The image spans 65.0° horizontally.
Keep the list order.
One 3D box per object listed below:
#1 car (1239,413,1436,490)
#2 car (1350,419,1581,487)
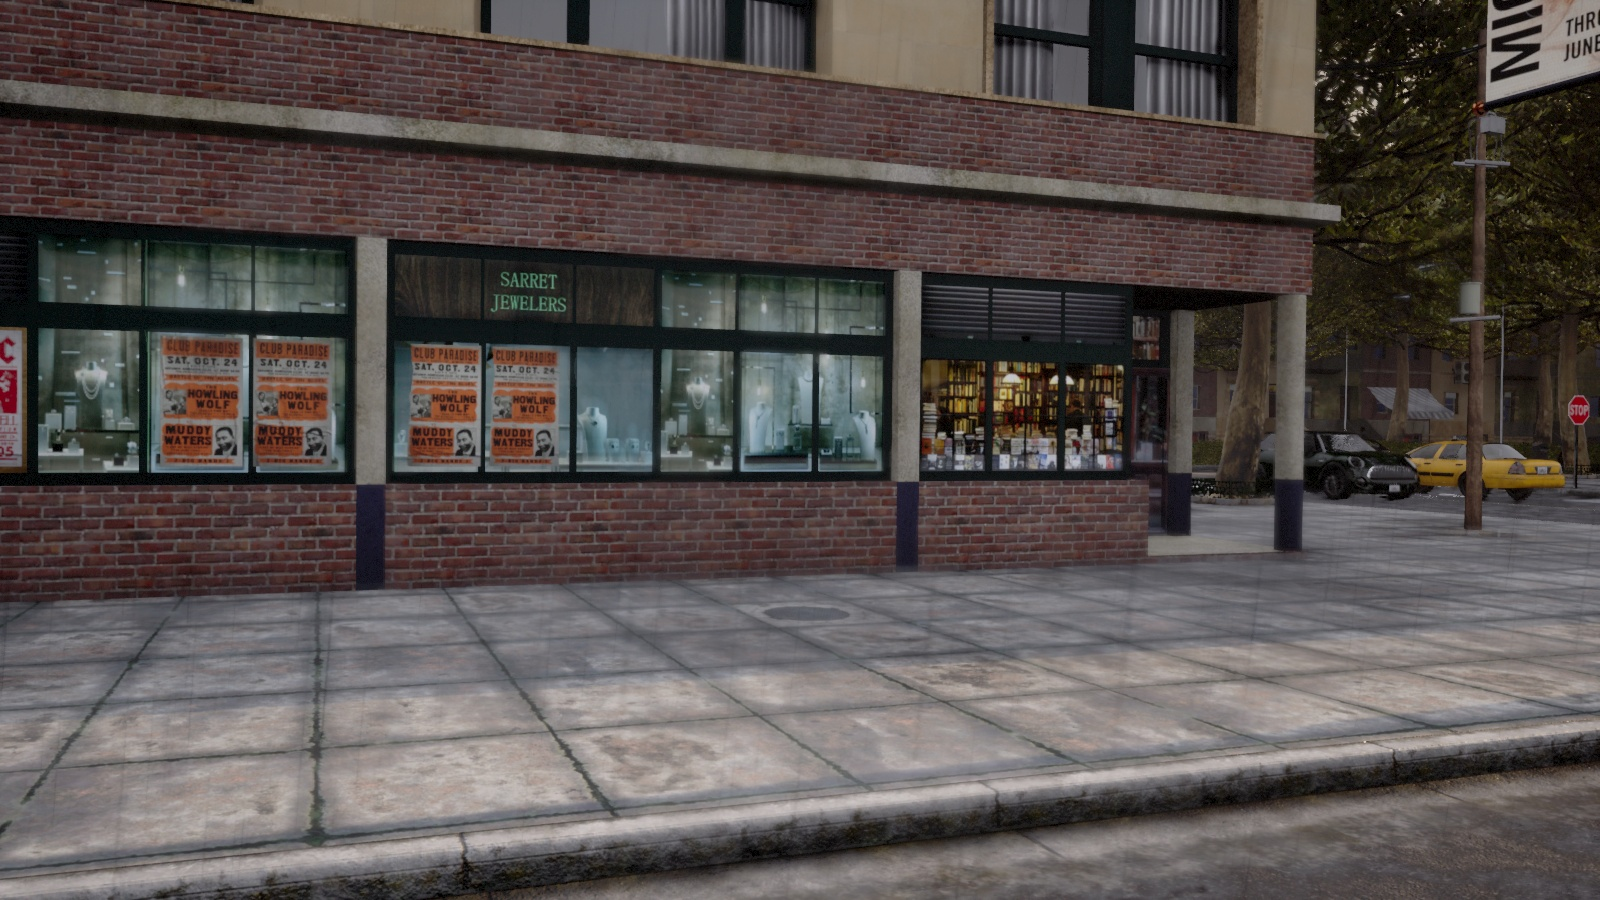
[{"bbox_3d":[13.384,-0.003,31.619,2.097,1.767,4.553,-1,1,-17],"label":"car"},{"bbox_3d":[16.871,0.031,32.208,1.801,1.575,5.366,-1,1,-22],"label":"car"}]
